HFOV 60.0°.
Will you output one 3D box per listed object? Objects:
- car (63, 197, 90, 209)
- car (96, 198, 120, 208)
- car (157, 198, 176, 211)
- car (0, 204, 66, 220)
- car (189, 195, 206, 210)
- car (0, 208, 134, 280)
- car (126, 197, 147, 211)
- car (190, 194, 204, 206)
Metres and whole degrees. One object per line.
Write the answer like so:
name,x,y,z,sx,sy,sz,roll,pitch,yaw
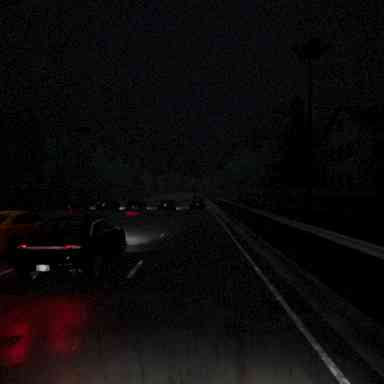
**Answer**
car,-13.461,1.359,38.970,1.837,1.490,4.892,0,0,1
car,-9.952,1.422,39.517,1.994,1.385,4.181,0,0,1
car,-2.956,1.433,39.236,1.994,1.385,4.181,0,0,1
car,-6.739,1.427,12.427,1.882,1.535,5.008,0,0,1
car,0.656,1.435,40.127,1.994,1.385,4.181,0,0,1
car,-3.275,1.456,9.815,2.128,1.511,4.902,0,0,1
car,-6.460,1.370,38.969,1.837,1.490,4.892,0,0,1
car,0.839,1.182,52.978,2.097,1.767,4.553,0,0,1
